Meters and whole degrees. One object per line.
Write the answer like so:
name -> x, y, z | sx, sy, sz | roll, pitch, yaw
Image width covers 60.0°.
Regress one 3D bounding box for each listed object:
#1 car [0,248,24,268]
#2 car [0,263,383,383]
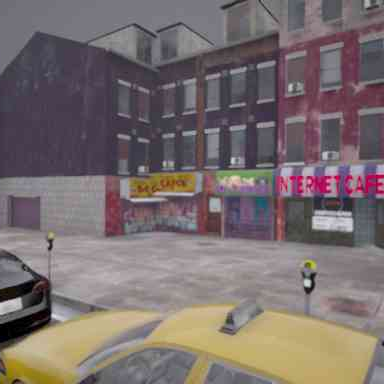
car -> -4.189, 1.628, 5.780 | 4.313, 1.339, 1.947 | -1, 1, 36
car -> 0.175, 1.538, 2.665 | 4.829, 1.417, 1.752 | -1, 1, 36
